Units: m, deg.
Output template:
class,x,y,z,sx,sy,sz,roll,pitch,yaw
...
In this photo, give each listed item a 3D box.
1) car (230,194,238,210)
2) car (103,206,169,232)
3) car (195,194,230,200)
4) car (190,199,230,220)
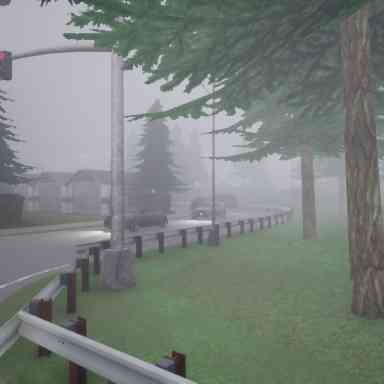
class,x,y,z,sx,sy,sz,roll,pitch,yaw
car,3.290,1.216,42.715,2.150,2.045,5.566,1,-1,-43
car,-3.319,1.549,20.319,1.994,1.385,4.181,0,0,35
car,1.750,1.342,37.803,2.097,1.767,4.553,0,0,-34
car,1.461,1.549,27.897,1.994,1.385,4.181,0,0,22
